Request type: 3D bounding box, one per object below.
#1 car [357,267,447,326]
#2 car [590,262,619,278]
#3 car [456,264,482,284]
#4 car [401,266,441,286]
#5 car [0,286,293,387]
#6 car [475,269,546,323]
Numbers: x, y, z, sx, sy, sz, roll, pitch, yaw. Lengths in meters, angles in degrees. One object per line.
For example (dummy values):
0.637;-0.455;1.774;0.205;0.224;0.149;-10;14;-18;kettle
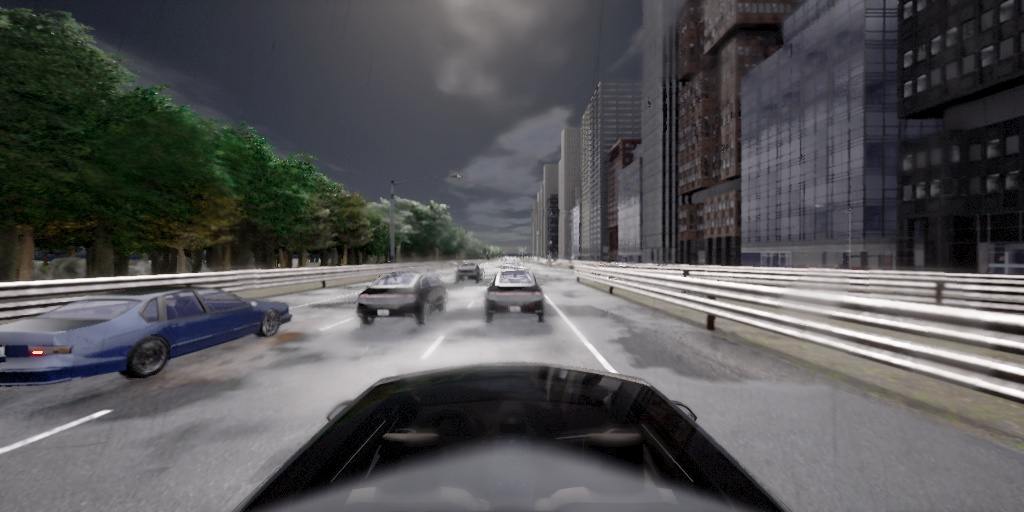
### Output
-3.402;1.296;11.903;2.128;1.511;4.902;0;0;0;car
9.868;1.446;37.386;1.801;1.575;5.366;0;0;-13;car
-3.400;1.407;29.132;1.837;1.490;4.892;0;0;0;car
-6.902;1.495;27.703;1.895;1.301;4.718;0;0;0;car
-6.900;1.327;7.290;2.033;1.411;5.357;0;0;0;car
0.098;1.299;12.510;2.128;1.511;4.902;0;0;0;car
